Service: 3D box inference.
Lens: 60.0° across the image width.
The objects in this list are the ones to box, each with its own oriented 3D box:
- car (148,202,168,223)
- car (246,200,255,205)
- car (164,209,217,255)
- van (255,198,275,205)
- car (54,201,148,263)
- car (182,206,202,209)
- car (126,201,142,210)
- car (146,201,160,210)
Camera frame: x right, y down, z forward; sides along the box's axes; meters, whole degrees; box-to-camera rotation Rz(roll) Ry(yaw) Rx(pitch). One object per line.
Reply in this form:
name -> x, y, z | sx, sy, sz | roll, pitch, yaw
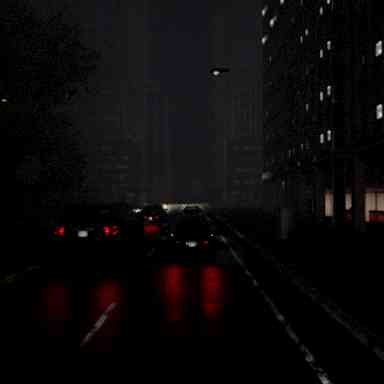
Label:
car -> -3.234, 1.817, 28.512 | 1.837, 1.490, 4.892 | 0, 0, 0
car -> 17.082, 2.760, 90.820 | 4.829, 1.417, 1.752 | 0, -1, 2
car -> 0.021, 1.670, 13.895 | 1.812, 1.442, 4.674 | 0, 0, 0
van -> 18.353, 2.459, 82.652 | 3.998, 1.788, 1.690 | 0, -1, 2
car -> -3.241, 1.355, 12.592 | 2.150, 2.045, 5.566 | 0, 0, 0
car -> 0.016, 1.873, 28.457 | 1.994, 1.385, 4.181 | 0, -1, 0
car -> -9.825, 2.262, 57.092 | 1.994, 1.385, 4.181 | 0, -1, 0
car -> -6.570, 2.293, 56.649 | 1.895, 1.301, 4.718 | 0, -1, 1
